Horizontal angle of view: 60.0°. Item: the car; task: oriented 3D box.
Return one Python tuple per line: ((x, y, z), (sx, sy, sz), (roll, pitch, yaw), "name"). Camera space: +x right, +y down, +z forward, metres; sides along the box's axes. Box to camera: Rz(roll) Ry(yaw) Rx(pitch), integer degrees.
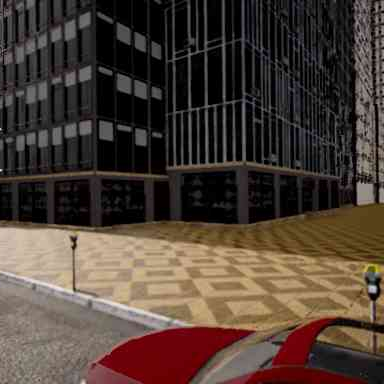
((0.944, 1.582, 2.212), (4.206, 1.307, 1.802), (0, -1, 36), "car")
